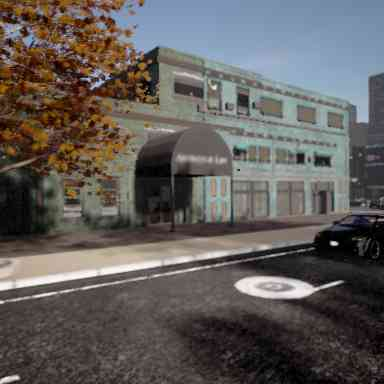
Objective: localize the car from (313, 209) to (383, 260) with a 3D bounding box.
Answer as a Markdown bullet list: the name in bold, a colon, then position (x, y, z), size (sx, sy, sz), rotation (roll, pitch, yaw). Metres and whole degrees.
- **car**: position (6.389, 1.542, 12.365), size (4.181, 1.385, 1.994), rotation (0, 0, -36)

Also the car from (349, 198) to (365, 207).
- **car**: position (26.953, 1.715, 54.194), size (2.008, 1.369, 4.403), rotation (-2, 0, -36)

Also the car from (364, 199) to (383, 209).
- **car**: position (24.983, 1.732, 42.446), size (1.947, 1.339, 4.313), rotation (-2, 0, -36)
